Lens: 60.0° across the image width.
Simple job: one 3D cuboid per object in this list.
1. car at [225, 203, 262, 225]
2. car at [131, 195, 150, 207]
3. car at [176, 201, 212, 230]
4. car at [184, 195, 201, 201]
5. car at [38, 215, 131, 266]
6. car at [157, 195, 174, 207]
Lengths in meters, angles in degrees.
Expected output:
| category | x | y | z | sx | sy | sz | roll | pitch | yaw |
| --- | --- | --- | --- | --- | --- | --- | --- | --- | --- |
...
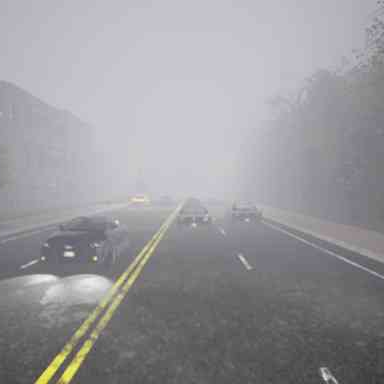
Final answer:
| category | x | y | z | sx | sy | sz | roll | pitch | yaw |
| --- | --- | --- | --- | --- | --- | --- | --- | --- | --- |
| car | 3.355 | 1.407 | 22.461 | 1.895 | 1.301 | 4.718 | 0 | 1 | 0 |
| car | -6.564 | 1.104 | 42.797 | 1.882 | 1.535 | 5.008 | 0 | 0 | 0 |
| car | 0.101 | 1.432 | 19.592 | 1.895 | 1.301 | 4.718 | 0 | 1 | 0 |
| car | 0.100 | 1.143 | 40.171 | 2.128 | 1.511 | 4.902 | 0 | 1 | 0 |
| car | -3.309 | 1.469 | 10.982 | 1.994 | 1.385 | 4.181 | 0 | 0 | 0 |
| car | -3.313 | 1.152 | 42.798 | 1.812 | 1.442 | 4.674 | 0 | 0 | 0 |
